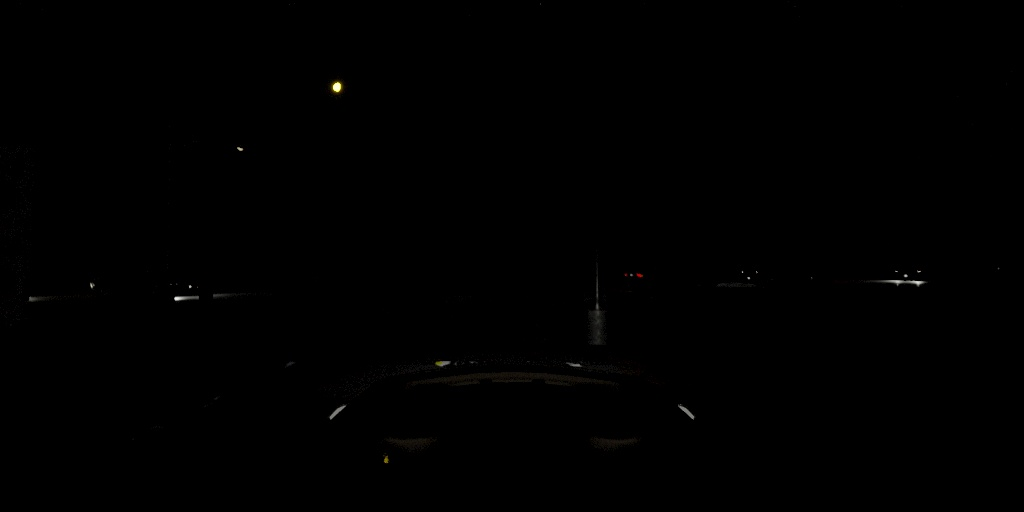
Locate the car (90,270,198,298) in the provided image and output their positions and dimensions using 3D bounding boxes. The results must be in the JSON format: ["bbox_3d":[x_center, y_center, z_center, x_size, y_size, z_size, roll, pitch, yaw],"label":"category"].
[{"bbox_3d":[-20.220,1.489,19.833,4.892,1.490,1.837,-1,-2,0],"label":"car"}]

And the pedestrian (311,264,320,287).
[{"bbox_3d":[-15.054,1.459,27.422,0.375,1.860,0.375,0,-1,0],"label":"pedestrian"}]

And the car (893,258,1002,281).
[{"bbox_3d":[28.329,0.873,23.400,5.357,1.411,2.033,-1,-2,0],"label":"car"}]

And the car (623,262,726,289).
[{"bbox_3d":[8.841,1.048,19.671,5.357,1.411,2.033,0,-2,-12],"label":"car"}]

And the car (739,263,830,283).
[{"bbox_3d":[17.659,1.095,23.427,4.718,1.301,1.895,-1,-2,0],"label":"car"}]
